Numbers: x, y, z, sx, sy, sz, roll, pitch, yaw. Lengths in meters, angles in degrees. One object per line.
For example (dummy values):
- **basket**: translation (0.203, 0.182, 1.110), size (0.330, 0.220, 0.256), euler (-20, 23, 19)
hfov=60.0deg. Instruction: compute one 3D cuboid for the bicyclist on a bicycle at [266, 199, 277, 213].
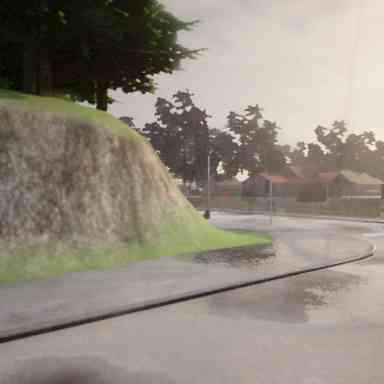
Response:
- **bicyclist on a bicycle**: translation (8.351, 1.347, 34.764), size (1.656, 1.620, 0.582), euler (0, 0, -36)
